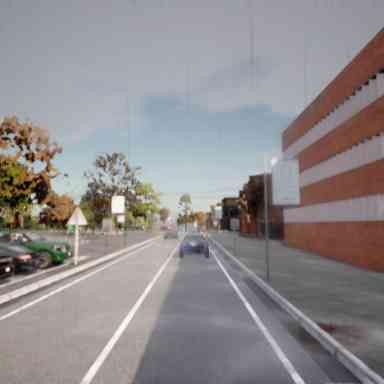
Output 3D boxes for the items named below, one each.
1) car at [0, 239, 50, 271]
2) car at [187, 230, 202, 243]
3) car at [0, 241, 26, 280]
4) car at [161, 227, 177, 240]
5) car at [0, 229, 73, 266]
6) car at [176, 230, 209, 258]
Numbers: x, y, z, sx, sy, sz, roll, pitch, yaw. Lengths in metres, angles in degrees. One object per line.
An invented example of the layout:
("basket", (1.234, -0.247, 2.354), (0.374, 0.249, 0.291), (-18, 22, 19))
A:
("car", (-9.529, 3.120, 15.541), (4.674, 1.452, 2.002), (0, -5, 0))
("car", (0.294, 5.662, 42.760), (1.837, 1.490, 4.892), (0, -5, 0))
("car", (-9.508, 2.819, 12.729), (5.008, 1.535, 2.097), (0, -5, 0))
("car", (-3.043, 6.355, 49.514), (1.994, 1.385, 4.181), (0, -5, 1))
("car", (-9.523, 3.089, 18.381), (5.566, 2.045, 2.435), (0, -5, 0))
("car", (0.166, 3.873, 25.011), (2.097, 1.767, 4.553), (0, -5, 0))
